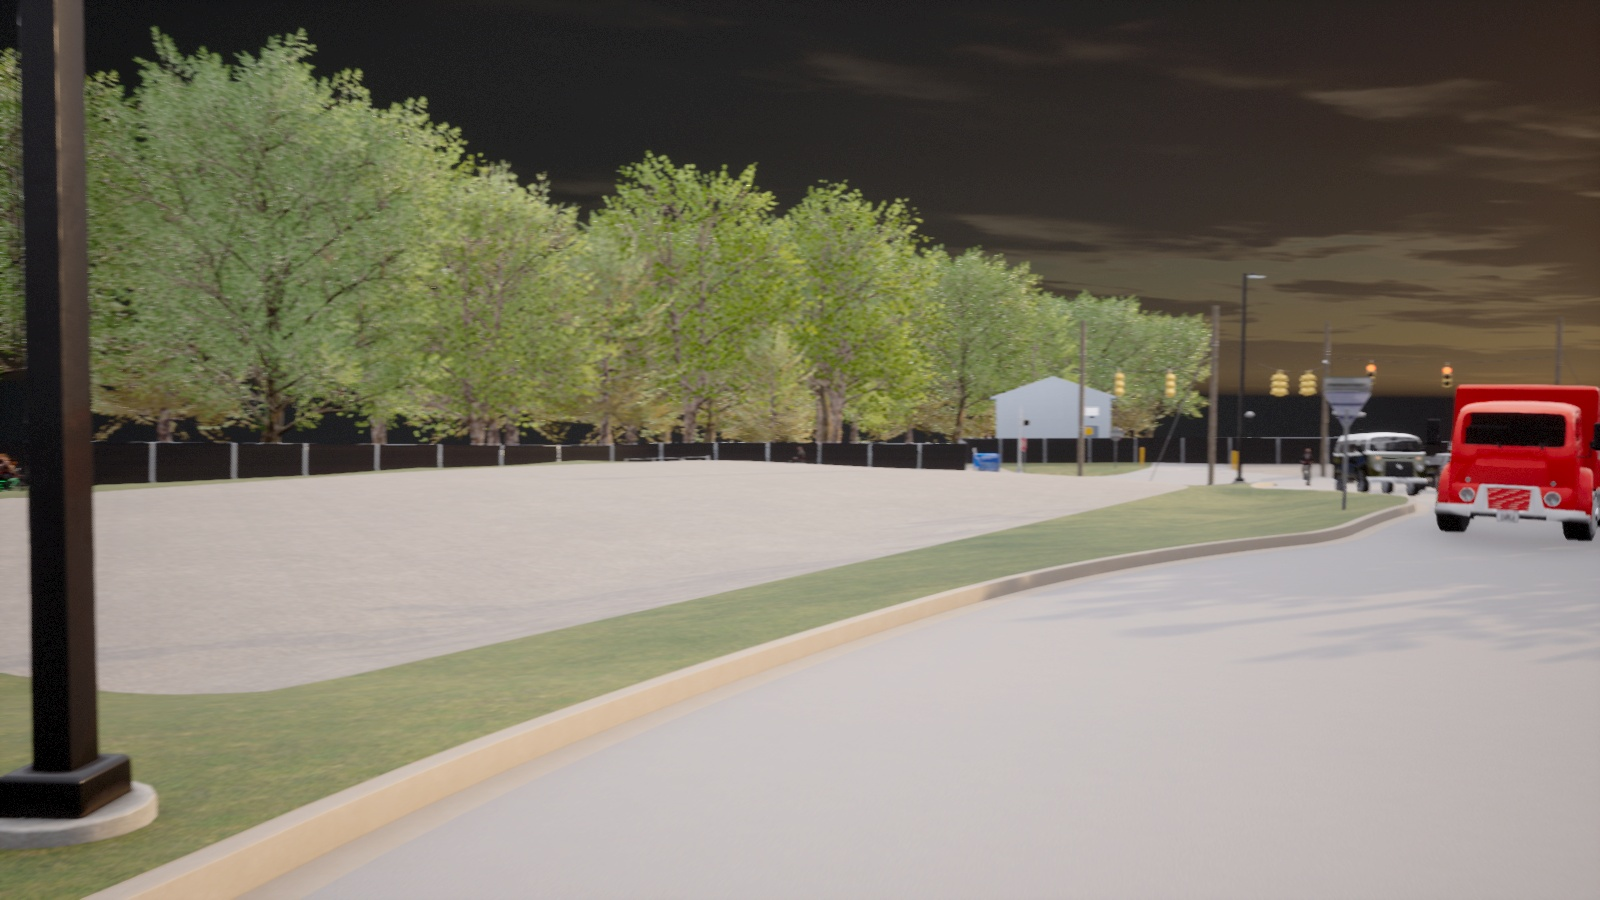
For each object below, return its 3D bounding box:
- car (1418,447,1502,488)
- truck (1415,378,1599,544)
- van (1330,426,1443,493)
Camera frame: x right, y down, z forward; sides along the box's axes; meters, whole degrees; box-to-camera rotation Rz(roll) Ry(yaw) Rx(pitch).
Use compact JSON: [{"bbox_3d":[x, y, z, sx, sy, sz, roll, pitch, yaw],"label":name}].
[{"bbox_3d":[25.287,0.649,48.240,1.970,1.475,3.806,1,0,13],"label":"car"},{"bbox_3d":[12.467,0.041,21.459,2.627,2.467,5.204,2,3,35],"label":"truck"},{"bbox_3d":[18.830,0.333,40.549,2.069,2.038,4.480,0,-1,8],"label":"van"}]
